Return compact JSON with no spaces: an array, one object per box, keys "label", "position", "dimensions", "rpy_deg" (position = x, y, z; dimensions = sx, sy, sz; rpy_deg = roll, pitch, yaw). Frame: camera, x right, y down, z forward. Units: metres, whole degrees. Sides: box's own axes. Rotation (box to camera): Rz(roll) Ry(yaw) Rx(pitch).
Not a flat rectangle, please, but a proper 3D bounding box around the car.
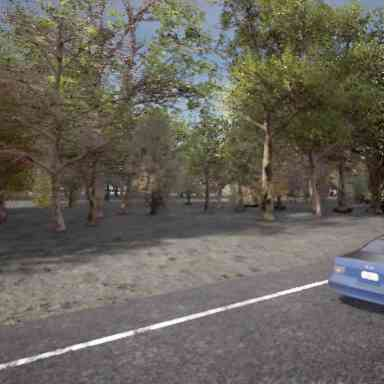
[{"label":"car","position":[5.280,1.587,7.518],"dimensions":[5.357,1.411,2.033],"rpy_deg":[0,0,-36]}]
